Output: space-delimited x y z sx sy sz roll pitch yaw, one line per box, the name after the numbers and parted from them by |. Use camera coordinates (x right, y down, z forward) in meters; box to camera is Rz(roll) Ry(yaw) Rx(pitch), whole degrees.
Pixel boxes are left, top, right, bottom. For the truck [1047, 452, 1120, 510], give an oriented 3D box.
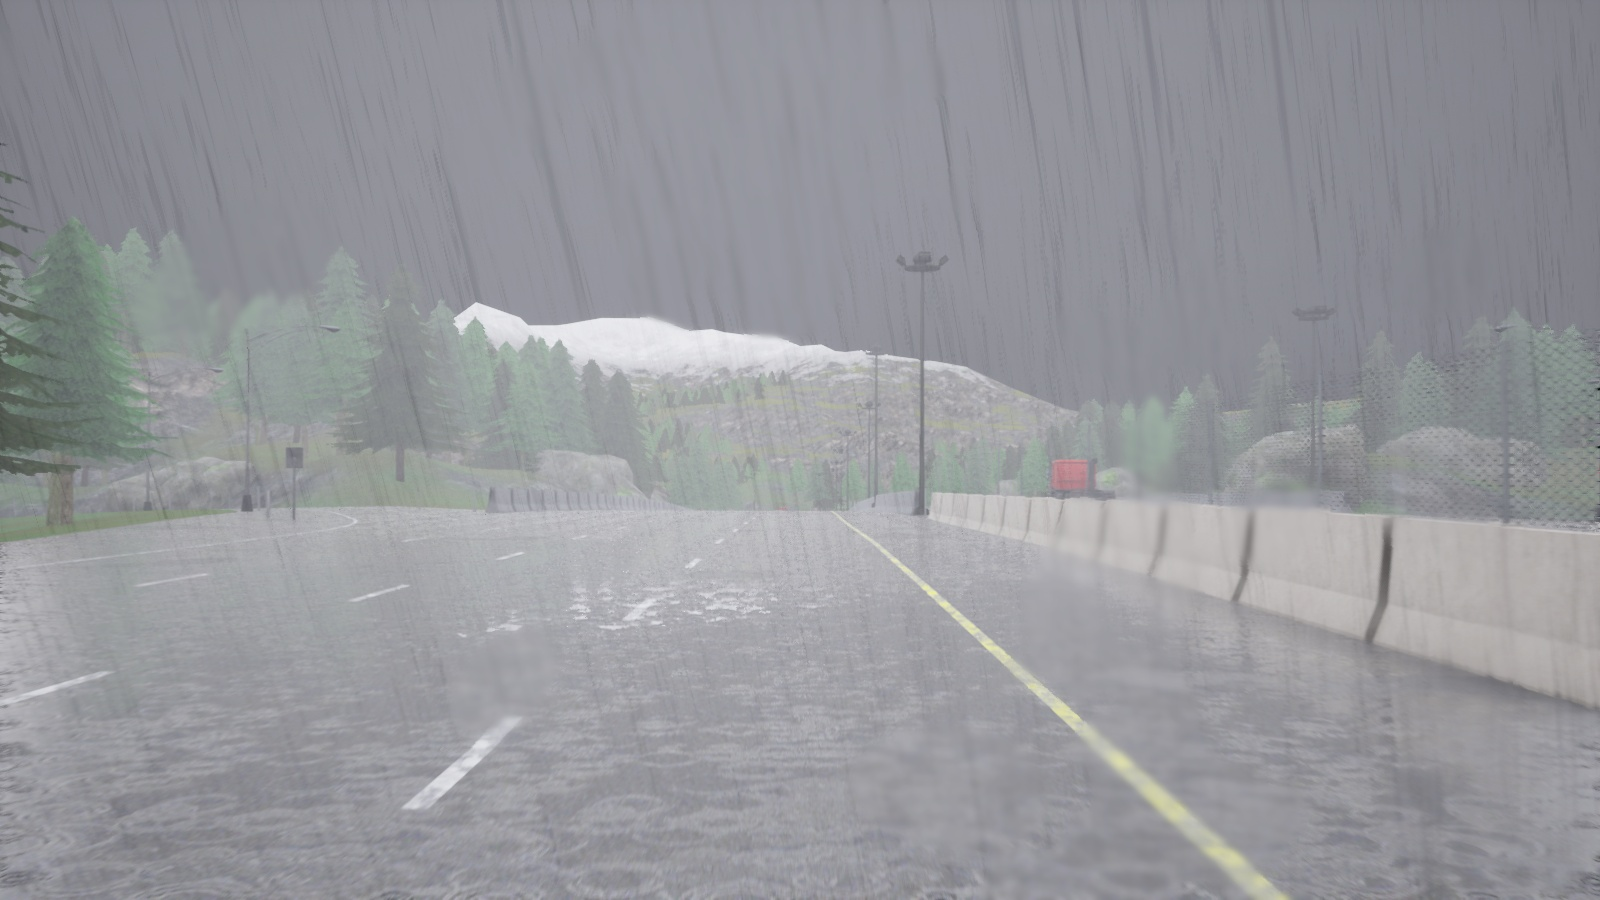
17.719 2.034 79.025 2.891 3.462 7.936 0 -3 1 | truck
